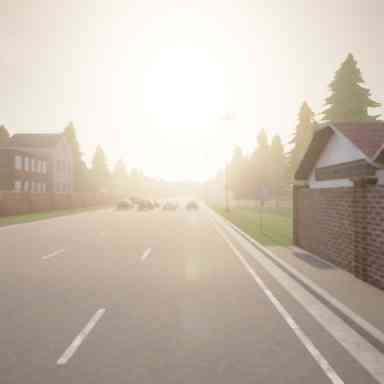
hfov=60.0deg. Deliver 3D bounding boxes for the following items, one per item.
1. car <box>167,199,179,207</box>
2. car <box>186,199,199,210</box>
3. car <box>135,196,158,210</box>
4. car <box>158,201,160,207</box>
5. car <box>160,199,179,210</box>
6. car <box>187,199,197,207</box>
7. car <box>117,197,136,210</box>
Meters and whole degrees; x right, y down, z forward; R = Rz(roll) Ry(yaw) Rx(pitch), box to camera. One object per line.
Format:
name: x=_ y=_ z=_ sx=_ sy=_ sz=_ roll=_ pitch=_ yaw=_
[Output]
car: x=-3.497 y=2.066 z=61.793 sx=2.033 sy=1.411 sz=5.357 roll=0 pitch=0 yaw=0
car: x=0.053 y=1.958 z=51.475 sx=1.812 sy=1.442 sz=4.674 roll=0 pitch=0 yaw=1
car: x=-6.945 y=1.785 z=51.570 sx=2.097 sy=1.767 sz=4.553 roll=0 pitch=0 yaw=1
car: x=-6.997 y=2.083 z=61.793 sx=1.994 sy=1.385 sz=4.181 roll=0 pitch=0 yaw=0
car: x=-3.444 y=1.961 z=51.803 sx=1.812 sy=1.442 sz=4.674 roll=0 pitch=0 yaw=1
car: x=0.003 y=2.024 z=61.794 sx=1.837 sy=1.490 sz=4.892 roll=0 pitch=0 yaw=0
car: x=-10.443 y=1.943 z=52.206 sx=1.837 sy=1.490 sz=4.892 roll=0 pitch=-1 yaw=1
